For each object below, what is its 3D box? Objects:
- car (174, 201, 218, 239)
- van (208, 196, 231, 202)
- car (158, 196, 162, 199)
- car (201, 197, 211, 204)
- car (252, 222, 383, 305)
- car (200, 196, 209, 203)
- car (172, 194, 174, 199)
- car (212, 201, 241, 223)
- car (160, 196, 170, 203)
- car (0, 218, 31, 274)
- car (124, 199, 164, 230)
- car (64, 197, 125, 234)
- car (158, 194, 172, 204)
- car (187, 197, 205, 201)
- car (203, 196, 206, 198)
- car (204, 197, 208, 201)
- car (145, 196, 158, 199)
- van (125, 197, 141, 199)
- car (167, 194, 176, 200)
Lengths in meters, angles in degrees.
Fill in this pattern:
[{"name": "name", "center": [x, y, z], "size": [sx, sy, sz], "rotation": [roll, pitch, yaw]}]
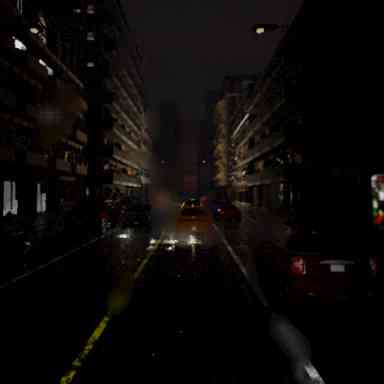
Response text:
[{"name": "car", "center": [0.084, 1.462, 17.176], "size": [1.882, 1.535, 5.008], "rotation": [0, 0, 0]}, {"name": "van", "center": [2.674, 1.321, 30.849], "size": [1.690, 1.788, 3.998], "rotation": [0, 0, 0]}, {"name": "car", "center": [-5.720, 1.572, 47.917], "size": [1.802, 1.307, 4.206], "rotation": [0, 0, 0]}, {"name": "car", "center": [2.648, 1.588, 64.991], "size": [1.802, 1.307, 4.206], "rotation": [0, 0, 0]}, {"name": "car", "center": [2.690, 1.431, 8.090], "size": [1.967, 1.590, 4.097], "rotation": [0, 0, 0]}, {"name": "car", "center": [2.643, 1.596, 70.682], "size": [1.802, 1.307, 4.206], "rotation": [0, 0, 0]}, {"name": "car", "center": [-5.741, 1.590, 76.368], "size": [1.947, 1.339, 4.313], "rotation": [0, 0, 0]}, {"name": "car", "center": [2.677, 1.563, 25.161], "size": [1.802, 1.307, 4.206], "rotation": [0, 0, 0]}, {"name": "car", "center": [-5.737, 1.540, 70.508], "size": [1.752, 1.417, 4.829], "rotation": [0, 0, 0]}, {"name": "car", "center": [-5.690, 1.432, 8.087], "size": [1.967, 1.590, 4.097], "rotation": [0, 0, 0]}, {"name": "car", "center": [-3.114, 1.460, 21.010], "size": [1.882, 1.535, 5.008], "rotation": [0, 0, 0]}, {"name": "car", "center": [-5.698, 1.299, 19.466], "size": [2.192, 1.841, 5.009], "rotation": [0, 0, 0]}, {"name": "car", "center": [-5.732, 1.323, 64.987], "size": [2.192, 1.841, 5.009], "rotation": [0, 0, 0]}, {"name": "car", "center": [0.074, 1.530, 38.246], "size": [2.033, 1.411, 5.357], "rotation": [0, 0, 0]}, {"name": "car", "center": [2.656, 1.576, 53.611], "size": [1.802, 1.307, 4.206], "rotation": [0, 0, 0]}, {"name": "car", "center": [2.668, 1.526, 36.540], "size": [1.887, 1.381, 4.507], "rotation": [0, 0, 0]}, {"name": "car", "center": [-5.715, 1.511, 42.056], "size": [1.752, 1.417, 4.829], "rotation": [0, 0, 0]}, {"name": "van", "center": [-5.706, 1.323, 30.845], "size": [1.690, 1.788, 3.998], "rotation": [0, 0, 0]}, {"name": "car", "center": [-5.754, 1.381, 93.437], "size": [2.192, 1.841, 5.009], "rotation": [0, 0, 0]}]
